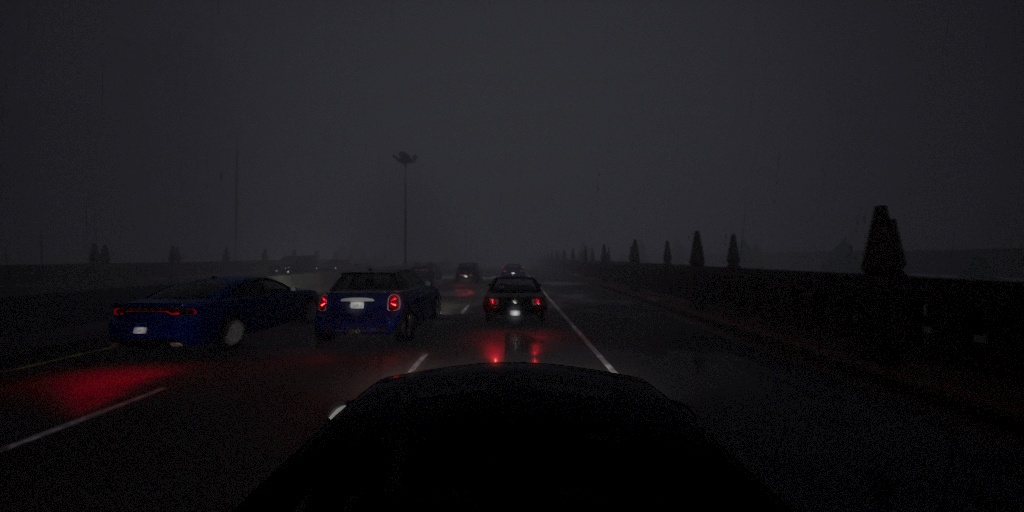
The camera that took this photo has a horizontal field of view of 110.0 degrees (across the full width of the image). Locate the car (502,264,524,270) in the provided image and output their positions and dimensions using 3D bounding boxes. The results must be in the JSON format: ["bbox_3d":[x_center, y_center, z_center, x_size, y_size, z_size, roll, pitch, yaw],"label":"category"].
[{"bbox_3d":[0.089,1.312,29.978,1.994,1.385,4.181,0,0,0],"label":"car"}]

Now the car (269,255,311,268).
[{"bbox_3d":[-21.109,0.969,34.908,2.150,2.045,5.566,0,0,0],"label":"car"}]

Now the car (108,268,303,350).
[{"bbox_3d":[-6.904,1.226,9.128,1.882,1.535,5.008,0,0,0],"label":"car"}]

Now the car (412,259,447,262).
[{"bbox_3d":[-6.911,1.240,28.759,2.128,1.511,4.902,0,0,0],"label":"car"}]

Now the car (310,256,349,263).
[{"bbox_3d":[-17.606,1.103,35.847,2.097,1.767,4.553,0,0,0],"label":"car"}]

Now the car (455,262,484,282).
[{"bbox_3d":[-3.411,1.253,28.974,1.837,1.490,4.892,0,0,0],"label":"car"}]

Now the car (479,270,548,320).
[{"bbox_3d":[0.094,1.349,12.528,1.895,1.301,4.718,0,0,0],"label":"car"}]

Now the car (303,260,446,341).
[{"bbox_3d":[-3.404,1.101,10.010,2.097,1.767,4.553,0,0,0],"label":"car"}]
